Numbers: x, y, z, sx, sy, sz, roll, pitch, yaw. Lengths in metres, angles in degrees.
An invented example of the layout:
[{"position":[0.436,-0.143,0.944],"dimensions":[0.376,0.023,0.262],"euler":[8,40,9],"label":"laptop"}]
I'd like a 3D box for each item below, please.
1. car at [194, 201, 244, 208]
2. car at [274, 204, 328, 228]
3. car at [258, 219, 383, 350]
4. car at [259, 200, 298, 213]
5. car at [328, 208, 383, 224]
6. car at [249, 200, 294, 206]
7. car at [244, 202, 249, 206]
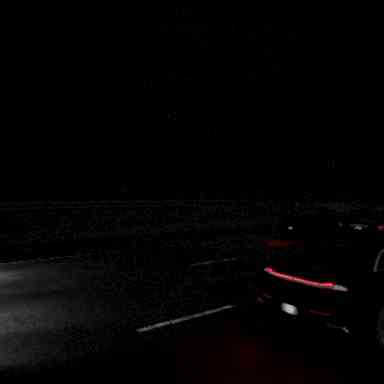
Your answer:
[{"position":[1.932,1.668,31.163],"dimensions":[5.357,1.411,2.033],"euler":[1,0,-36],"label":"car"},{"position":[6.649,1.558,17.087],"dimensions":[5.008,1.535,1.882],"euler":[1,0,-36],"label":"car"},{"position":[3.402,1.512,6.295],"dimensions":[4.902,1.511,2.128],"euler":[0,0,-35],"label":"car"},{"position":[10.929,1.791,41.873],"dimensions":[4.902,1.511,2.128],"euler":[1,-1,-35],"label":"car"},{"position":[7.994,1.425,13.748],"dimensions":[4.553,1.767,2.097],"euler":[1,0,-36],"label":"car"},{"position":[8.292,1.729,31.403],"dimensions":[5.357,1.411,2.033],"euler":[1,-1,-36],"label":"car"},{"position":[5.693,1.840,42.441],"dimensions":[4.718,1.301,1.895],"euler":[1,-1,-35],"label":"car"}]
